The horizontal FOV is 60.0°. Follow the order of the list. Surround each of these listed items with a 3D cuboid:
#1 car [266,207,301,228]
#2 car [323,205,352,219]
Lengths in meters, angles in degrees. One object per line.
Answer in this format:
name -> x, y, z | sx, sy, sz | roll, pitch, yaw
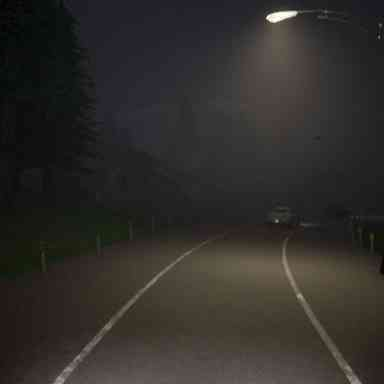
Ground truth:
car -> 7.012, 1.871, 25.394 | 1.812, 1.442, 4.674 | 2, 0, 27
car -> 16.889, 2.279, 38.447 | 2.128, 1.511, 4.902 | 4, 1, 45
